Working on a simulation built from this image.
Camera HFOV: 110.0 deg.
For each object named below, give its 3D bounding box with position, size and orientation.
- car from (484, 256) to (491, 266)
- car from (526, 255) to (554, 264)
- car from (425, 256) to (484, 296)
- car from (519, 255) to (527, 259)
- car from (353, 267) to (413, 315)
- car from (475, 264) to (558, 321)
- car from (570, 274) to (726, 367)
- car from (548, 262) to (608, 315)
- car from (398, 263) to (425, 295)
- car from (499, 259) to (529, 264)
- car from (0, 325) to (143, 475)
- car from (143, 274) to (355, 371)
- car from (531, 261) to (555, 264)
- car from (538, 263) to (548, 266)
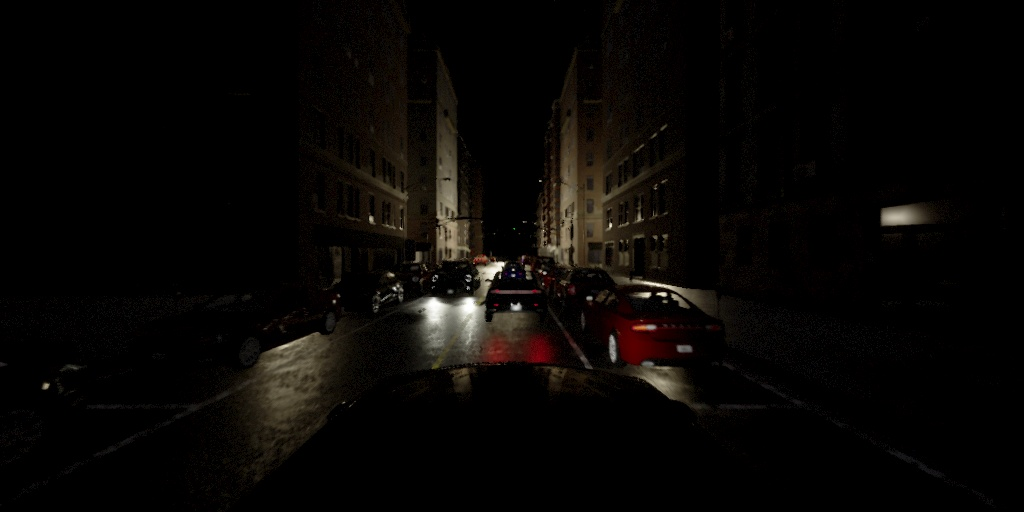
[{"bbox_3d":[-5.420,0.831,62.995,2.192,1.841,5.009,0,0,0],"label":"car"},{"bbox_3d":[2.637,0.956,30.437,2.192,1.841,5.009,0,0,0],"label":"car"},{"bbox_3d":[-2.843,1.038,18.793,2.097,1.767,4.553,0,0,0],"label":"car"},{"bbox_3d":[2.700,0.852,57.493,2.192,1.841,5.009,0,0,0],"label":"car"},{"bbox_3d":[-5.388,1.272,13.390,1.948,1.339,4.313,0,0,0],"label":"car"},{"bbox_3d":[0.104,1.201,12.205,2.128,1.511,4.902,0,0,0],"label":"car"},{"bbox_3d":[2.638,1.273,7.708,1.888,1.381,4.507,0,0,0],"label":"car"},{"bbox_3d":[2.637,1.146,13.390,1.967,1.591,4.097,0,0,0],"label":"car"},{"bbox_3d":[-5.388,1.125,19.072,1.967,1.591,4.097,0,0,0],"label":"car"},{"bbox_3d":[0.100,1.177,27.878,1.812,1.442,4.674,0,0,0],"label":"car"},{"bbox_3d":[-5.387,1.299,2.025,2.007,1.370,4.403,0,0,0],"label":"car"},{"bbox_3d":[-5.388,1.273,7.707,1.888,1.381,4.507,0,0,0],"label":"car"},{"bbox_3d":[2.637,1.214,24.755,2.007,1.370,4.403,0,0,0],"label":"car"},{"bbox_3d":[2.637,1.230,19.073,1.888,1.381,4.507,0,0,0],"label":"car"}]
